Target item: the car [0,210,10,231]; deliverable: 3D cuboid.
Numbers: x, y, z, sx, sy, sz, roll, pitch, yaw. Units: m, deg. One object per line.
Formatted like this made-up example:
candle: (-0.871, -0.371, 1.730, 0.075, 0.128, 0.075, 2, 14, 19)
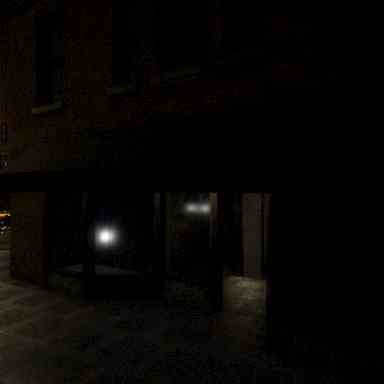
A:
car: (-11.820, 1.751, 23.138, 1.882, 1.535, 5.008, 0, -1, 36)
